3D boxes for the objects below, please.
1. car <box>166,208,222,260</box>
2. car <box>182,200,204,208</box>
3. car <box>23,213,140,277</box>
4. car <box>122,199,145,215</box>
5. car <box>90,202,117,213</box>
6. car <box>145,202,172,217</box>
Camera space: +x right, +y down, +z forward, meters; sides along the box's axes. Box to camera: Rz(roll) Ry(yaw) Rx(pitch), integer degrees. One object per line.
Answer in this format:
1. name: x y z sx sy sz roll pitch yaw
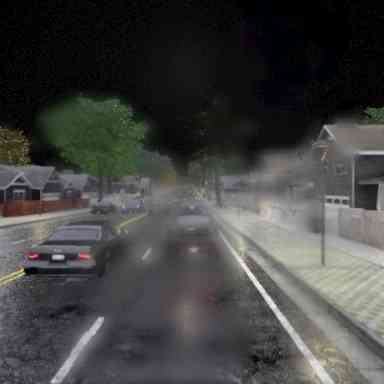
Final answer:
1. car: 0.079 1.584 12.838 1.837 1.490 4.892 0 0 0
2. car: 0.088 1.568 32.097 2.097 1.767 4.553 0 -1 0
3. car: -3.165 1.609 10.406 2.033 1.411 5.357 0 0 0
4. car: -6.601 1.611 37.986 2.097 1.767 4.553 0 0 0
5. car: -9.854 1.804 37.620 2.033 1.411 5.357 0 0 0
6. car: -3.160 1.722 33.915 2.128 1.511 4.902 0 0 0
